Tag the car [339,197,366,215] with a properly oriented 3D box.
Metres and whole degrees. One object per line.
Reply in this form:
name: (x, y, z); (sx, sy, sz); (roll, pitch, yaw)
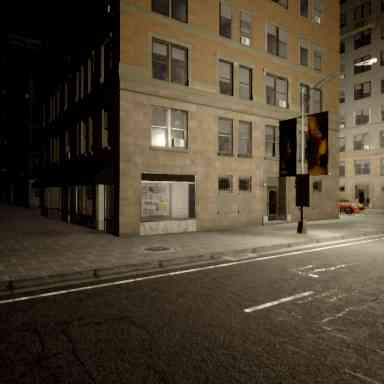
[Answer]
car: (15.093, 1.338, 33.787); (2.097, 1.767, 4.553); (0, 0, -35)
